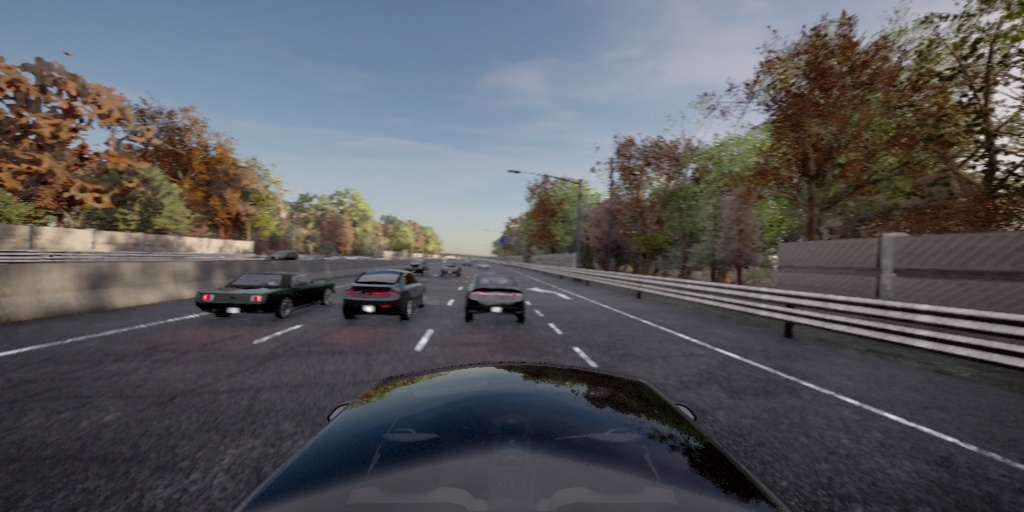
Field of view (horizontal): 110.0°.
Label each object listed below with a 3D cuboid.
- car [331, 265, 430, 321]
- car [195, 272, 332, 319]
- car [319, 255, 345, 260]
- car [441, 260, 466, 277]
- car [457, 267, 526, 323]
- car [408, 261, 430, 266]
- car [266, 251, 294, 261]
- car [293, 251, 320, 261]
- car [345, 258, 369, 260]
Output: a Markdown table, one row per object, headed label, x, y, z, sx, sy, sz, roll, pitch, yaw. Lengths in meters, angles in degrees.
| label | x | y | z | sx | sy | sz | roll | pitch | yaw |
| --- | --- | --- | --- | --- | --- | --- | --- | --- | --- |
| car | -4.112 | 1.208 | 12.222 | 1.837 | 1.490 | 4.892 | 2 | -1 | -5 |
| car | -7.586 | 1.170 | 11.758 | 1.895 | 1.301 | 4.718 | 2 | -1 | -5 |
| car | -24.994 | 0.796 | 51.201 | 1.882 | 1.535 | 5.008 | 2 | -1 | -4 |
| car | -6.241 | 1.363 | 37.339 | 2.128 | 1.511 | 4.902 | 2 | -1 | -5 |
| car | -0.637 | 1.325 | 12.634 | 2.128 | 1.511 | 4.902 | 2 | -1 | -5 |
| car | -9.743 | 1.248 | 37.244 | 1.837 | 1.490 | 4.892 | 2 | -1 | -5 |
| car | -31.912 | 0.275 | 50.208 | 2.150 | 2.045 | 5.566 | 2 | -1 | -4 |
| car | -28.487 | 0.539 | 51.052 | 2.097 | 1.767 | 4.553 | 2 | -1 | -4 |
| car | -21.506 | 0.996 | 51.354 | 2.033 | 1.411 | 5.357 | 2 | -1 | -4 |
